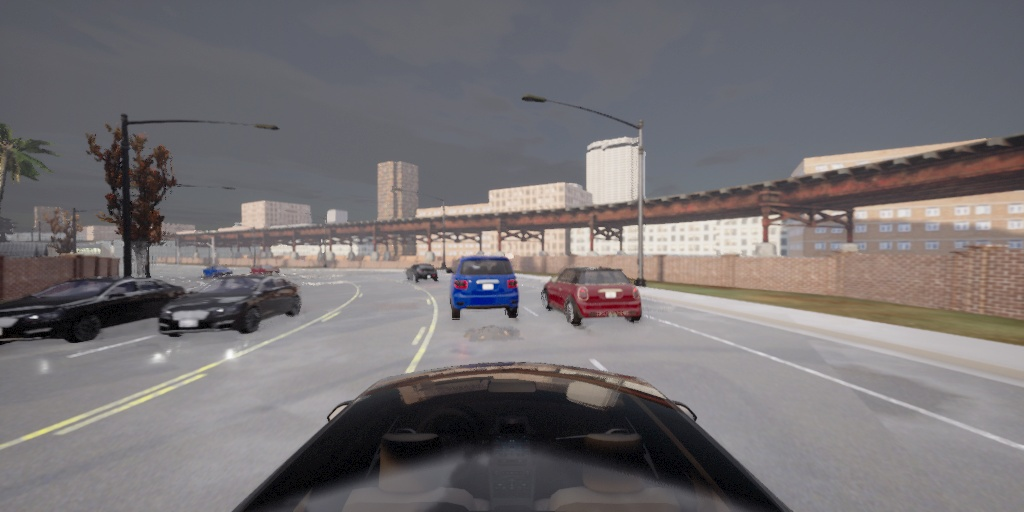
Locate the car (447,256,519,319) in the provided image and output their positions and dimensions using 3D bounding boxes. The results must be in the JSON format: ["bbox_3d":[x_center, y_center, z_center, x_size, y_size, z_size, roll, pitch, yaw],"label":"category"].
[{"bbox_3d":[-1.204,1.021,13.265,2.150,2.045,5.566,0,0,-11],"label":"car"}]

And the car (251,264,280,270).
[{"bbox_3d":[-30.921,1.827,44.957,5.008,1.535,1.882,-1,0,35],"label":"car"}]

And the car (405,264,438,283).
[{"bbox_3d":[-7.804,1.423,30.690,1.837,1.490,4.892,0,0,-29],"label":"car"}]

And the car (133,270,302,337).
[{"bbox_3d":[-8.055,1.337,10.817,2.128,1.511,4.902,0,0,-11],"label":"car"}]

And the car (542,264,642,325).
[{"bbox_3d":[2.461,1.120,12.175,2.097,1.767,4.553,0,0,-9],"label":"car"}]

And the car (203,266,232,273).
[{"bbox_3d":[-36.552,1.951,44.523,5.008,1.535,1.882,-1,0,33],"label":"car"}]

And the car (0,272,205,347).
[{"bbox_3d":[-11.436,1.359,9.957,2.128,1.511,4.902,0,0,-11],"label":"car"}]
